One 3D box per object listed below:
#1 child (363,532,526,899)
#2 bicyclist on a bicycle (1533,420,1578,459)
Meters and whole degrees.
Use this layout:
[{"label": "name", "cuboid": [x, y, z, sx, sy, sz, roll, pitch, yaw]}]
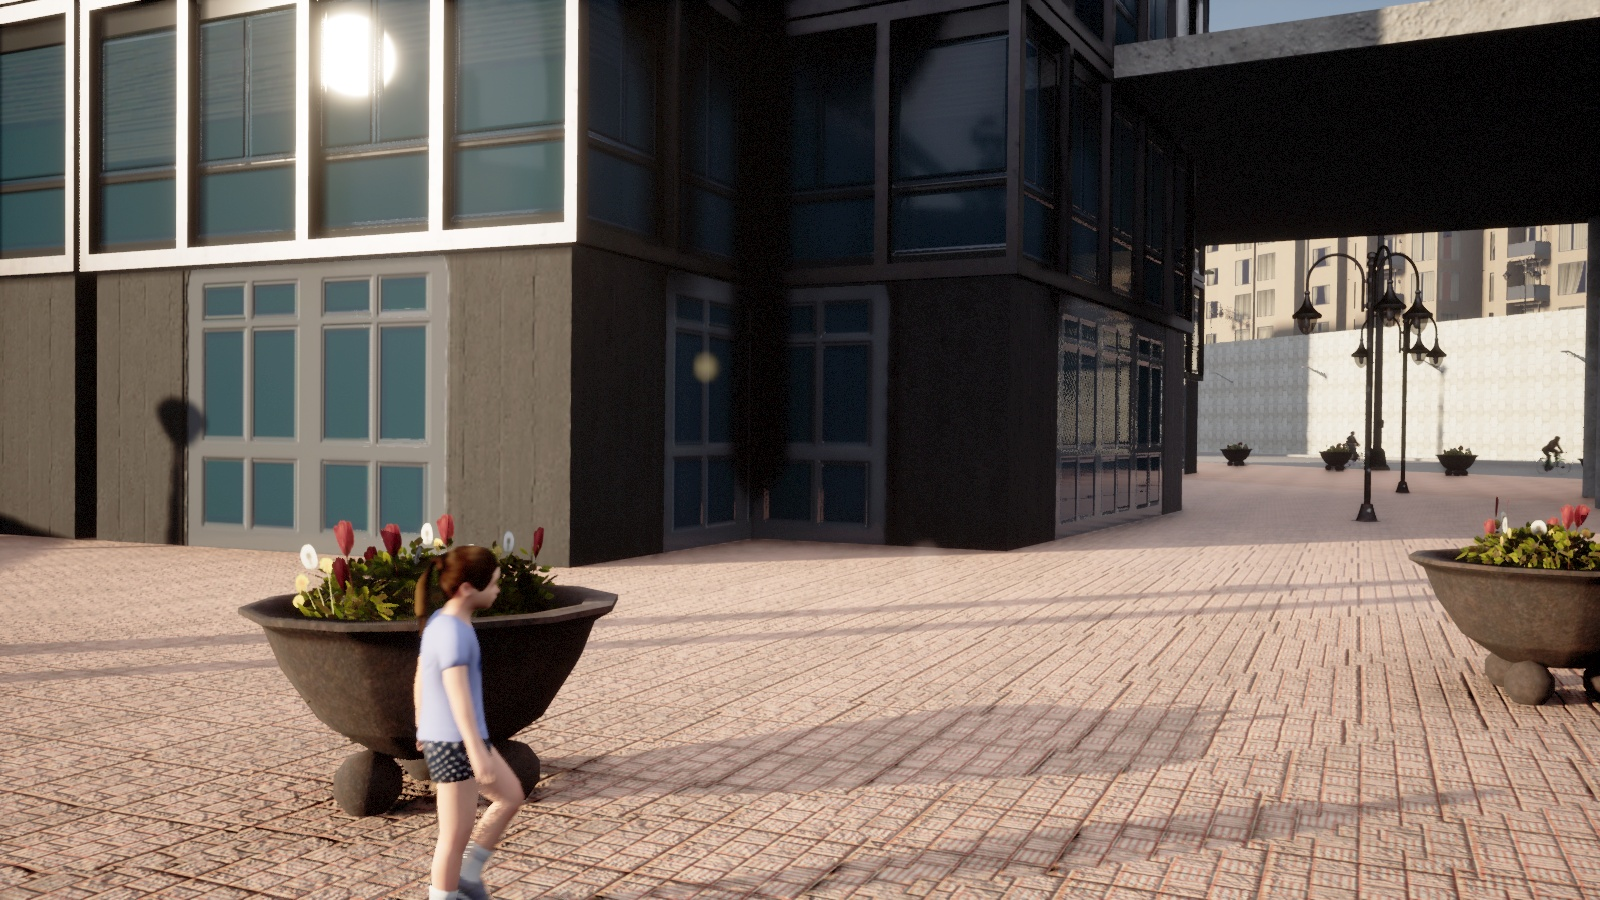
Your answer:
[{"label": "child", "cuboid": [-0.979, 0.797, 3.453, 0.394, 1.110, 0.255, -1, 1, -21]}, {"label": "bicyclist on a bicycle", "cuboid": [31.626, -0.446, 52.597, 0.582, 1.620, 1.656, -1, 1, -18]}]
